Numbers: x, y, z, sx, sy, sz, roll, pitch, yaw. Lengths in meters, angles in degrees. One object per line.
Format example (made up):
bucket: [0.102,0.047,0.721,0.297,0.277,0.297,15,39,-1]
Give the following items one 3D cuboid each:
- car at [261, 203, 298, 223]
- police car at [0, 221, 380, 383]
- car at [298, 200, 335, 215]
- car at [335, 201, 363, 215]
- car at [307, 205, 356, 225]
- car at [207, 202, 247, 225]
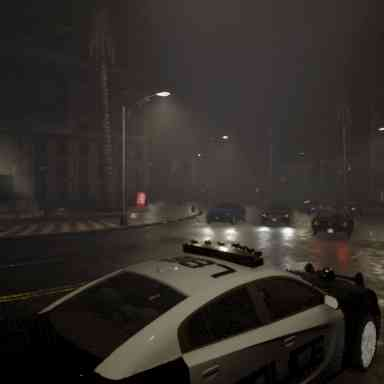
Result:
car: [6.109,1.509,23.333,1.812,1.442,4.674,0,0,22]
police car: [0.441,1.422,3.859,5.238,1.638,1.930,0,0,-40]
car: [11.792,1.527,32.557,2.033,1.411,5.357,0,0,5]
car: [15.311,1.545,33.303,1.994,1.385,4.181,0,0,3]
car: [7.767,1.590,18.230,1.895,1.301,4.718,0,0,27]
car: [2.603,1.459,24.017,1.882,1.535,5.008,0,0,22]
